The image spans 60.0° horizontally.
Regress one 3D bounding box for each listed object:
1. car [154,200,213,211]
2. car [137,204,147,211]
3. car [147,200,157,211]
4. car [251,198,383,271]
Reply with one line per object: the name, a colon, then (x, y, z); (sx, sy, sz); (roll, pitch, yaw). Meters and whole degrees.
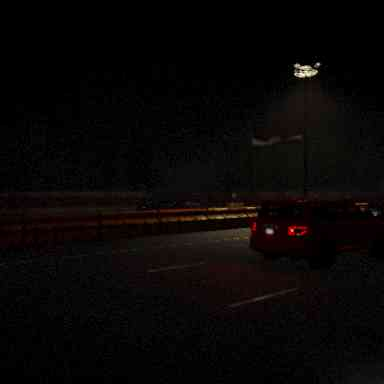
car: (-0.563, 1.630, 29.129); (4.718, 1.301, 1.895); (0, 0, -34)
car: (-3.575, 1.595, 35.545); (4.674, 1.442, 1.812); (0, 0, -35)
car: (-1.578, 1.574, 32.671); (4.892, 1.490, 1.837); (0, 0, -35)
car: (4.459, 1.236, 11.227); (5.566, 2.045, 2.150); (0, 0, -35)
